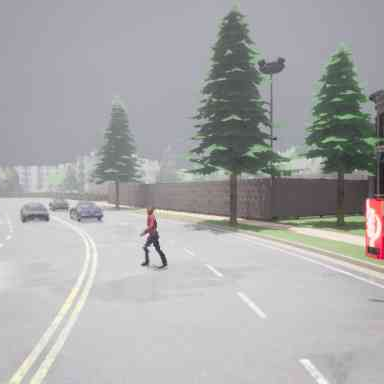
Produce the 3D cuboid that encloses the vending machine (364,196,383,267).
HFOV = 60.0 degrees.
[{"bbox_3d":[6.202,1.195,10.479,1.100,2.100,0.880,0,0,-12],"label":"vending machine"}]

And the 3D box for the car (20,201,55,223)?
[{"bbox_3d":[-12.242,1.547,25.751,2.033,1.411,5.357,0,0,-30],"label":"car"}]

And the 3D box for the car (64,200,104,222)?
[{"bbox_3d":[-8.571,1.548,26.725,2.033,1.411,5.357,0,0,-29],"label":"car"}]

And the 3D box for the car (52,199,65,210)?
[{"bbox_3d":[-15.947,1.547,39.780,2.033,1.411,5.357,0,0,-30],"label":"car"}]

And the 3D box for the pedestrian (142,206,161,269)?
[{"bbox_3d":[-1.173,1.294,9.670,0.375,1.860,0.375,0,0,-13],"label":"pedestrian"}]
